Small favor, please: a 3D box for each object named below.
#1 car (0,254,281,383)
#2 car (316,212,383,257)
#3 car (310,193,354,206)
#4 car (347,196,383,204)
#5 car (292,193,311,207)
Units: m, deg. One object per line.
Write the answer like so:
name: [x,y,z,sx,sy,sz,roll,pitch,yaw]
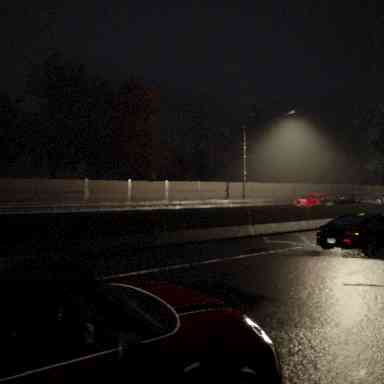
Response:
car: [-1.344,1.351,2.787,4.553,1.767,2.097,0,0,-35]
car: [6.675,1.511,12.792,4.674,1.442,1.812,0,0,-35]
car: [16.016,1.186,36.868,5.566,2.045,2.150,0,0,-35]
car: [18.664,1.456,34.454,4.902,1.511,2.128,0,0,-35]
car: [14.500,1.185,40.082,5.566,2.045,2.150,0,0,-35]
